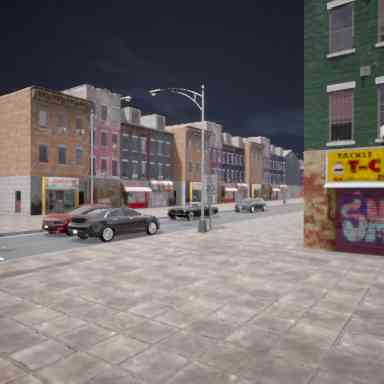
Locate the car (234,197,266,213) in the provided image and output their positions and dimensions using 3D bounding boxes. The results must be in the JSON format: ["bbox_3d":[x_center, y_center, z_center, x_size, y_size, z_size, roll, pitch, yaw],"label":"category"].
[{"bbox_3d":[6.156,1.323,34.679,1.837,1.490,4.892,0,0,36],"label":"car"}]

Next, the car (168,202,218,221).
[{"bbox_3d":[0.120,1.473,26.291,1.895,1.301,4.718,0,0,36],"label":"car"}]

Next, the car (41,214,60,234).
[{"bbox_3d":[-5.665,1.403,18.203,1.882,1.535,5.008,0,0,34],"label":"car"}]

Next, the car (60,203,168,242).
[{"bbox_3d":[-3.595,1.443,16.210,1.837,1.490,4.892,0,0,36],"label":"car"}]
